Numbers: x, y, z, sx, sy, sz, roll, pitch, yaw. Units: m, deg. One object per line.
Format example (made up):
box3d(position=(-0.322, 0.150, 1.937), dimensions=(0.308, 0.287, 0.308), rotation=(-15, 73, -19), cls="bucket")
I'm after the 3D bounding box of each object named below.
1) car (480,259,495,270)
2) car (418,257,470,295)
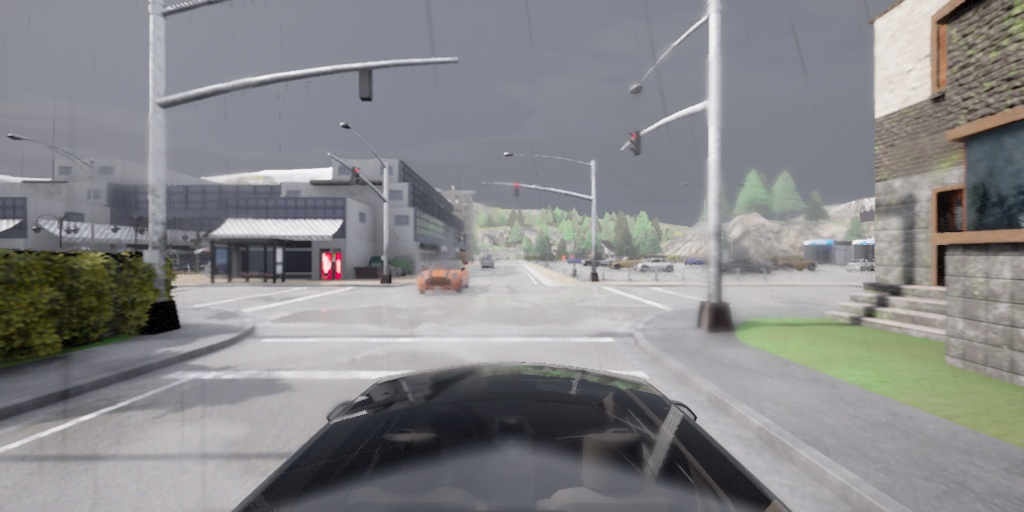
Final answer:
box3d(position=(-3.494, 1.259, 52.648), dimensions=(1.837, 1.490, 4.892), rotation=(0, 2, 0), cls="car")
box3d(position=(-3.486, 0.950, 19.002), dimensions=(2.097, 1.767, 4.553), rotation=(-1, -1, 0), cls="car")
